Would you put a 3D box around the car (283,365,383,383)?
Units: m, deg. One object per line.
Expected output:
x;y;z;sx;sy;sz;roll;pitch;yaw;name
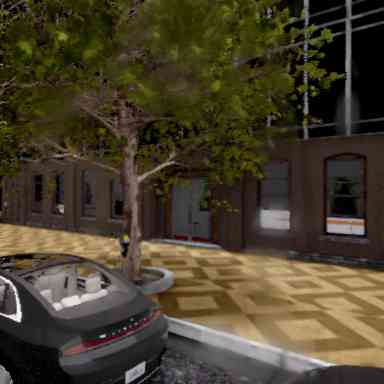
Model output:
2.302;1.558;1.234;4.403;1.369;2.008;0;0;35;car

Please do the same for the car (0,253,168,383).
-2.333;1.523;4.538;4.403;1.369;2.008;0;0;35;car
